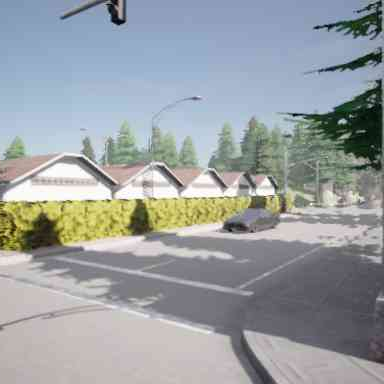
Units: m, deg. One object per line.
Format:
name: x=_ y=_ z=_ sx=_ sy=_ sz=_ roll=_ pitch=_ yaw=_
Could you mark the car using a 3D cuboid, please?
car: x=3.990 y=1.771 z=21.406 sx=2.033 sy=1.411 sz=5.357 roll=0 pitch=0 yaw=36
